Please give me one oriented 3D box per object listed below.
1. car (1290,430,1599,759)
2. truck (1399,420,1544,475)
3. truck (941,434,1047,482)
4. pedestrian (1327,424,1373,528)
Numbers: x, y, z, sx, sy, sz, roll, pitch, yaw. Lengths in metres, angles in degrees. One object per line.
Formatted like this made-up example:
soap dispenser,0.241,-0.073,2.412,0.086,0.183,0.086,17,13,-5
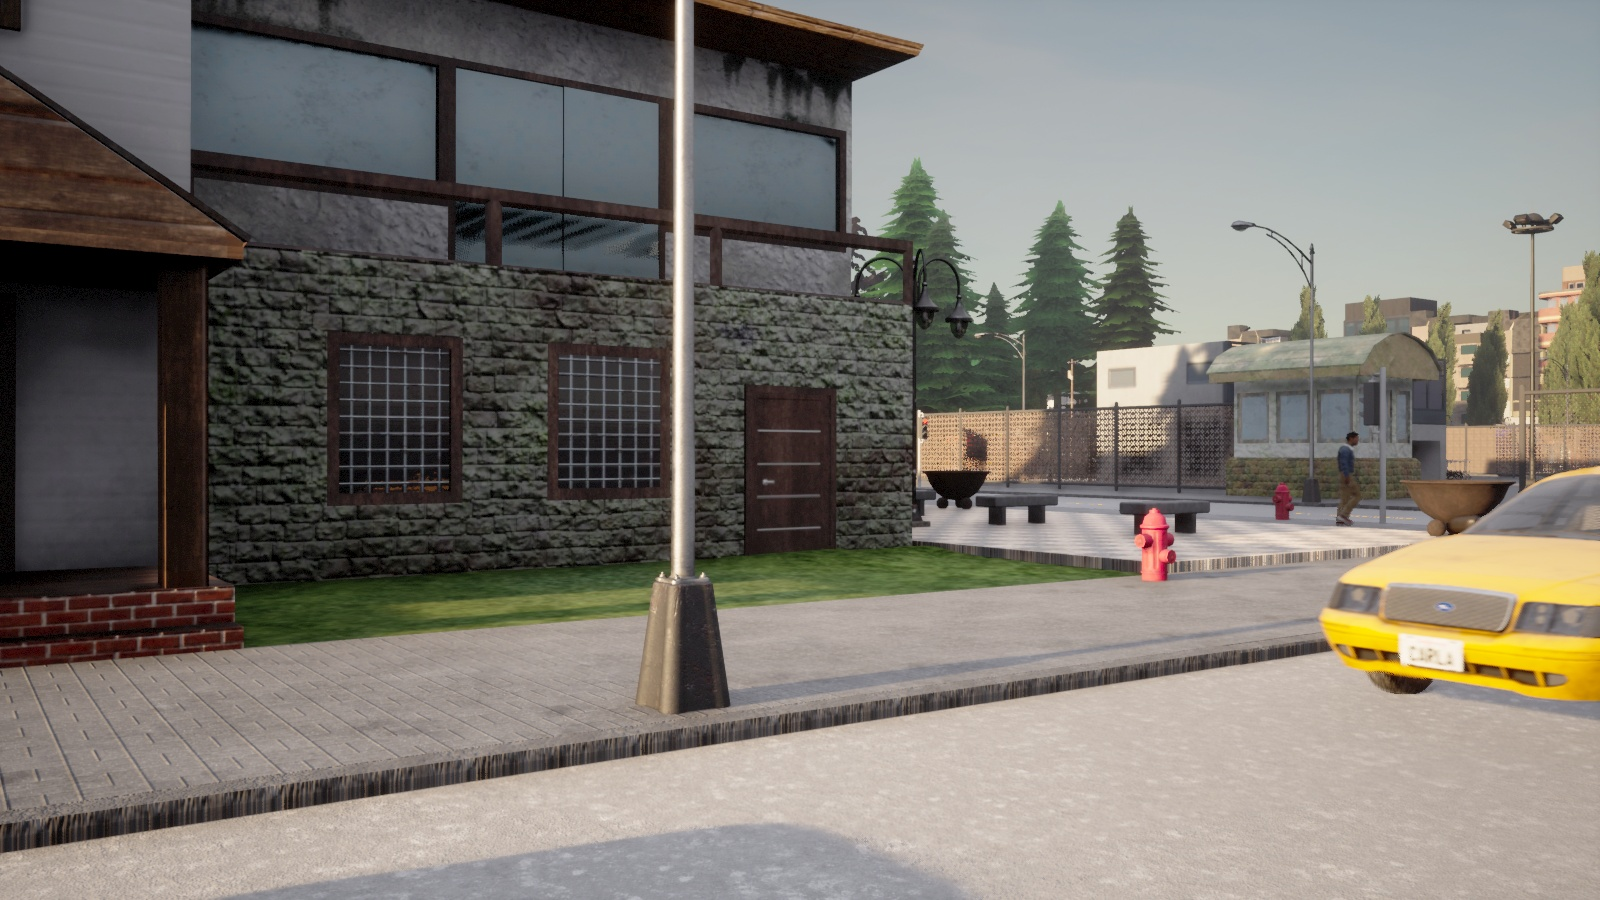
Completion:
car,5.611,0.692,8.164,5.366,1.575,1.801,0,0,-34
truck,43.819,-0.129,82.113,7.936,3.462,2.891,0,0,42
truck,10.330,0.399,66.662,5.204,2.467,2.627,0,0,-36
pedestrian,10.488,0.487,23.945,0.788,1.949,0.423,0,0,24
